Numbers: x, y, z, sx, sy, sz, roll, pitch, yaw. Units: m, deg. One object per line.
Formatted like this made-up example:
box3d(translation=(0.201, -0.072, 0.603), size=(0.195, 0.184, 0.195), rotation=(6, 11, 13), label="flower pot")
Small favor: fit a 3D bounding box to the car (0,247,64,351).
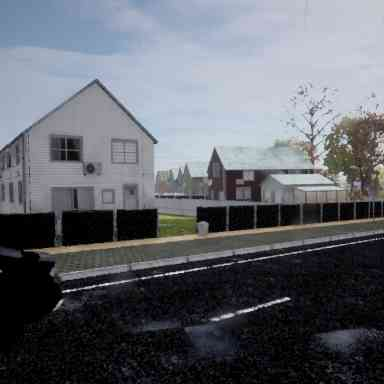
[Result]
box3d(translation=(-4.371, 1.492, 4.555), size=(4.902, 1.511, 2.128), rotation=(0, 0, -35), label="car")
